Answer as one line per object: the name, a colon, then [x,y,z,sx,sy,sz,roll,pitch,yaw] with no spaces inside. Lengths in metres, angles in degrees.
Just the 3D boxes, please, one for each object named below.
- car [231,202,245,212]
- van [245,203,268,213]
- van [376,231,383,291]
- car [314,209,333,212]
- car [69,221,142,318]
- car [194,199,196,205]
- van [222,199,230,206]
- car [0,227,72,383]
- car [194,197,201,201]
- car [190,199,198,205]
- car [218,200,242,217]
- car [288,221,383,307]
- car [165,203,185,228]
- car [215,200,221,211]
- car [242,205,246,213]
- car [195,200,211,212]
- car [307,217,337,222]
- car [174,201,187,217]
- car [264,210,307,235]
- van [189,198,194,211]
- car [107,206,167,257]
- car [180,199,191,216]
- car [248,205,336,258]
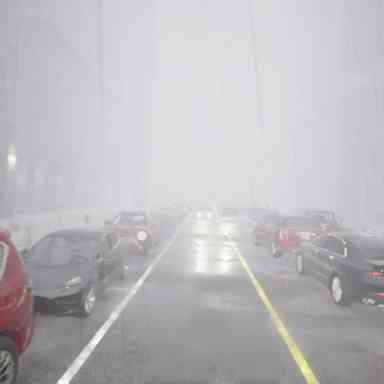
car: [7.977,2.575,57.783,1.887,1.381,4.507,3,-1,2]
van: [7.071,2.064,35.259,1.690,1.788,3.998,3,-1,2]
van: [5.928,1.683,7.101,1.690,1.788,3.998,3,-1,2]
car: [6.386,1.809,18.365,2.192,1.841,5.009,3,-1,2]
car: [-2.593,1.542,7.440,1.947,1.339,4.313,3,-1,2]
car: [-0.768,2.110,52.319,1.752,1.417,4.829,3,-1,2]
van: [9.357,2.849,91.574,1.690,1.788,3.998,3,-1,2]
car: [-2.810,1.215,1.811,2.192,1.841,5.009,3,-1,2]
car: [0.162,2.216,75.016,2.192,1.841,5.009,3,-1,2]
car: [0.609,2.606,86.275,1.887,1.381,4.507,3,-1,2]
car: [4.581,2.156,40.581,1.882,1.535,5.008,2,-1,3]
car: [4.116,1.786,8.609,1.837,1.490,4.892,2,-1,2]
car: [-1.906,1.756,24.333,2.008,1.369,4.403,3,-1,2]
car: [5.067,2.425,54.227,1.994,1.385,4.181,2,-1,2]
car: [7.518,2.442,46.520,1.947,1.339,4.313,3,-1,2]
car: [1.891,2.273,49.925,1.895,1.301,4.718,2,-1,2]
car: [6.147,1.962,12.730,1.887,1.381,4.507,3,-1,2]
car: [-1.683,1.804,29.795,1.752,1.417,4.829,3,-1,2]
car: [6.603,2.136,23.993,1.947,1.339,4.313,3,-1,2]
van: [-0.982,1.852,46.861,1.690,1.788,3.998,3,-1,2]
car: [-2.359,1.492,13.073,1.967,1.590,4.097,3,-1,2]
car: [-1.444,1.798,35.597,1.967,1.590,4.097,3,-1,2]
car: [4.112,1.702,14.495,2.097,1.767,4.553,3,-1,-3]
